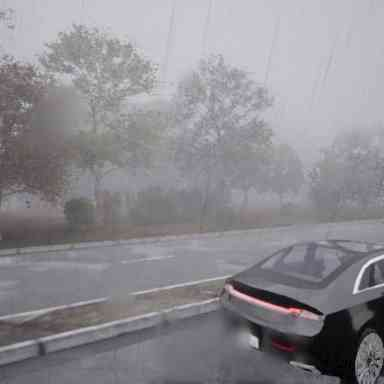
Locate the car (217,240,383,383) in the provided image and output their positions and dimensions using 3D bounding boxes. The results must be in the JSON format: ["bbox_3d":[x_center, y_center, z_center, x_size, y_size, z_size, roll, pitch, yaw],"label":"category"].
[{"bbox_3d":[2.639,1.535,5.325,4.902,1.511,2.128,1,0,-36],"label":"car"}]
